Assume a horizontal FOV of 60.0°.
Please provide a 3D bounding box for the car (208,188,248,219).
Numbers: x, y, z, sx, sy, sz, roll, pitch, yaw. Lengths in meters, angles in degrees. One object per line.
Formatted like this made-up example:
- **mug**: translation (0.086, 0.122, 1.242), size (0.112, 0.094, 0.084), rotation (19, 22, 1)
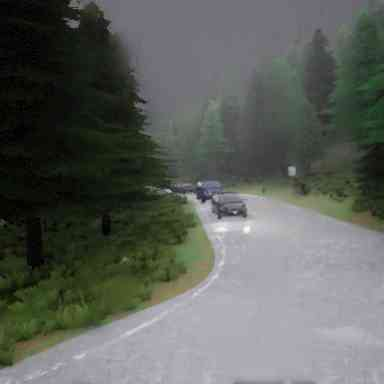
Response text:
- **car**: translation (2.415, 0.806, 22.151), size (1.837, 1.490, 4.892), rotation (-4, 4, -3)

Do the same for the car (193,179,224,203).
- **car**: translation (1.741, -0.152, 32.094), size (2.150, 2.045, 5.566), rotation (-4, 4, -6)

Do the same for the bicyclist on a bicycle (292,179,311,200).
- **bicyclist on a bicycle**: translation (8.761, -0.279, 26.942), size (1.656, 1.620, 0.582), rotation (-18, 4, -2)

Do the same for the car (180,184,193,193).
- **car**: translation (-0.975, -0.473, 42.404), size (2.033, 1.411, 5.357), rotation (-3, 4, -25)
